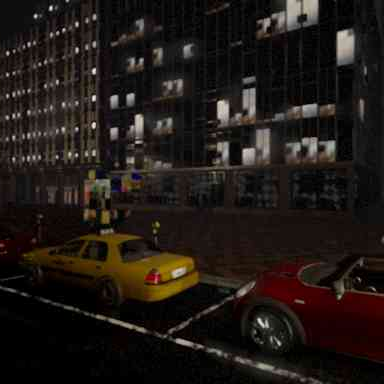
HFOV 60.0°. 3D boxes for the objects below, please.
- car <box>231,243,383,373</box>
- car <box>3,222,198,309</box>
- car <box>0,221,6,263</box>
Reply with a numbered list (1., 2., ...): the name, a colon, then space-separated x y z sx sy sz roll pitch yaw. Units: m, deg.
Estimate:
1. car: 2.574 1.448 4.618 4.097 1.590 1.967 0 0 33
2. car: -2.180 1.536 7.757 4.829 1.417 1.752 0 0 33
3. car: -6.651 1.596 10.708 4.206 1.307 1.802 0 0 33
